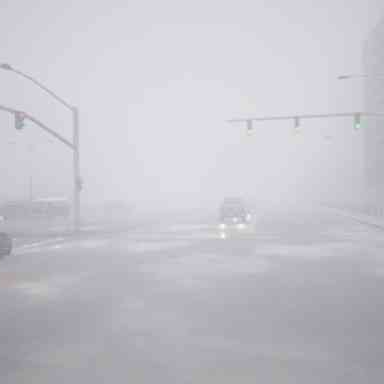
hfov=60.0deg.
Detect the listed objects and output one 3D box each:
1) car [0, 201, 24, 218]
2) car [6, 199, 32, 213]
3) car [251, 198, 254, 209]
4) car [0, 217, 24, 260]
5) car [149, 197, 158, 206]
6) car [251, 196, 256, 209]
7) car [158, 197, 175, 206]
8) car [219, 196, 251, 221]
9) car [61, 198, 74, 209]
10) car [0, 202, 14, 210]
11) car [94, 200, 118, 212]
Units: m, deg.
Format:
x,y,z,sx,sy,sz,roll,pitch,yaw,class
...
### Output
x,y,z,sx,sy,sz,roll,pitch,yaw,class
-23.375,2.177,41.146,1.970,1.475,3.806,-1,-1,13,car
-30.890,2.219,58.258,1.932,1.855,4.605,-1,-1,13,car
6.040,1.834,39.983,1.837,1.490,4.892,-1,0,13,car
-8.611,1.728,11.833,4.892,1.490,1.837,-1,-2,24,car
-7.876,2.006,71.019,1.905,1.878,3.866,-1,-1,13,car
9.346,1.651,54.502,2.150,2.045,5.566,-1,-1,13,car
-5.066,1.955,70.323,1.932,1.855,4.605,-1,-1,13,car
3.826,1.487,30.179,2.150,2.045,5.566,-1,-1,13,car
-27.014,2.335,75.343,1.905,1.878,3.866,-1,-1,13,car
-33.696,2.478,58.962,1.784,1.438,3.905,-1,-1,13,car
-14.394,2.178,54.588,1.970,1.475,3.806,-1,-1,13,car
